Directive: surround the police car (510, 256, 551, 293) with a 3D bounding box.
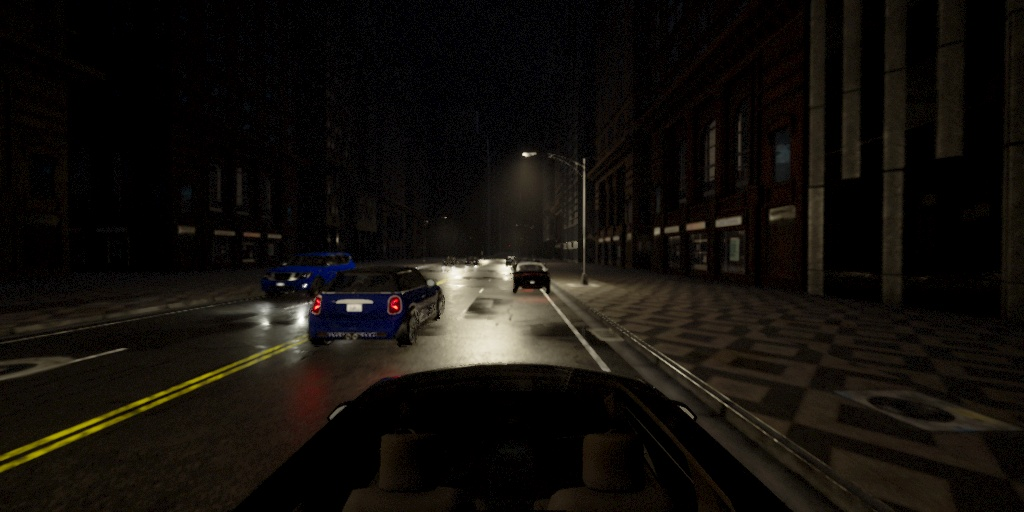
[{"bbox_3d":[0.969,1.025,19.642,1.930,1.638,5.238,0,0,0],"label":"police car"}]

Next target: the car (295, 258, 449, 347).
[{"bbox_3d":[-3.152,1.037,9.299,2.097,1.767,4.553,0,0,0],"label":"car"}]

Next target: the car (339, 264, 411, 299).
[{"bbox_3d":[-6.603,1.178,17.871,1.994,1.385,4.181,0,0,0],"label":"car"}]

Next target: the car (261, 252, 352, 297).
[{"bbox_3d":[-9.854,0.834,18.018,2.150,2.045,5.566,0,0,0],"label":"car"}]

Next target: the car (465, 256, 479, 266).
[{"bbox_3d":[-6.564,0.807,59.023,1.837,1.490,4.892,0,0,1],"label":"car"}]

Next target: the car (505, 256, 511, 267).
[{"bbox_3d":[-0.013,0.838,53.104,2.128,1.511,4.902,0,0,0],"label":"car"}]

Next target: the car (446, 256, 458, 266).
[{"bbox_3d":[-9.820,0.820,57.245,1.837,1.490,4.892,0,0,0],"label":"car"}]
